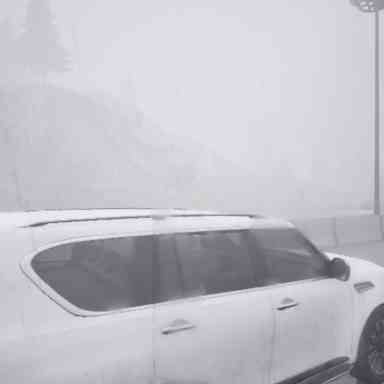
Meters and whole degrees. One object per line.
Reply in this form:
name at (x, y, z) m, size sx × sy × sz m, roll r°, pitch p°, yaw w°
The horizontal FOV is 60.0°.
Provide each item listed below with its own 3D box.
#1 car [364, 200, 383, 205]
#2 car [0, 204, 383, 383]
car at (21.557, 1.563, 38.609) m, size 4.181 × 1.385 × 1.994 m, roll 0°, pitch 0°, yaw -21°
car at (0.184, 1.215, 3.773) m, size 5.566 × 2.045 × 2.150 m, roll 1°, pitch -1°, yaw -34°
